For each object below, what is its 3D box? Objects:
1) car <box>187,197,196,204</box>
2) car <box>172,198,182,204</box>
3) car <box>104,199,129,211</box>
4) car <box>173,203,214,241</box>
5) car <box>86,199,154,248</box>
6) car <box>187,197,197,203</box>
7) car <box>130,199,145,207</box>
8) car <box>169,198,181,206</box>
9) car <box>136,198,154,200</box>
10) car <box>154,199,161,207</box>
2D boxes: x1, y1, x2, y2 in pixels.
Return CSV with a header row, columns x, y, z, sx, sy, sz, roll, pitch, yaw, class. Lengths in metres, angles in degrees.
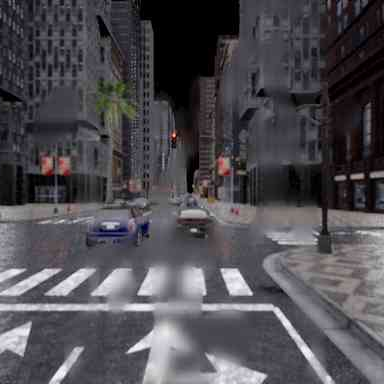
x,y,z,sx,sy,sz,roll,pitch,yaw,class
-0.046,1.884,72.768,1.837,1.490,4.892,0,-1,0,car
-3.296,1.923,72.765,2.033,1.411,5.357,0,-1,0,car
-9.866,1.684,43.811,2.128,1.511,4.902,0,0,0,car
0.083,1.528,16.906,1.882,1.535,5.008,0,0,0,car
-3.174,1.393,15.118,2.097,1.767,4.553,0,0,0,car
-0.001,1.884,61.051,1.812,1.442,4.674,0,-1,1,car
-9.835,1.914,60.305,1.994,1.385,4.181,0,-1,0,car
-3.290,1.942,62.730,1.994,1.385,4.181,0,-1,0,car
-6.616,1.539,42.915,2.097,1.767,4.553,0,0,0,car
-6.585,1.886,59.332,2.033,1.411,5.357,0,-1,1,car
